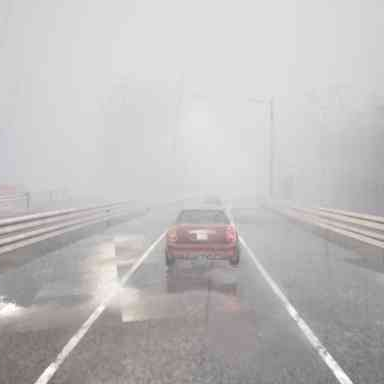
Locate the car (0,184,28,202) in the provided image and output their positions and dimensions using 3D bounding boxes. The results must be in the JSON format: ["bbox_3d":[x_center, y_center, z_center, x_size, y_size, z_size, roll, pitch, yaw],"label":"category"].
[{"bbox_3d":[-21.528,0.098,40.251,2.150,2.045,5.566,0,1,-13],"label":"car"}]

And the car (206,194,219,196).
[{"bbox_3d":[2.132,0.961,34.289,1.837,1.490,4.892,0,1,6],"label":"car"}]

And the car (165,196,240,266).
[{"bbox_3d":[0.364,1.181,11.092,2.097,1.767,4.553,0,1,2],"label":"car"}]
